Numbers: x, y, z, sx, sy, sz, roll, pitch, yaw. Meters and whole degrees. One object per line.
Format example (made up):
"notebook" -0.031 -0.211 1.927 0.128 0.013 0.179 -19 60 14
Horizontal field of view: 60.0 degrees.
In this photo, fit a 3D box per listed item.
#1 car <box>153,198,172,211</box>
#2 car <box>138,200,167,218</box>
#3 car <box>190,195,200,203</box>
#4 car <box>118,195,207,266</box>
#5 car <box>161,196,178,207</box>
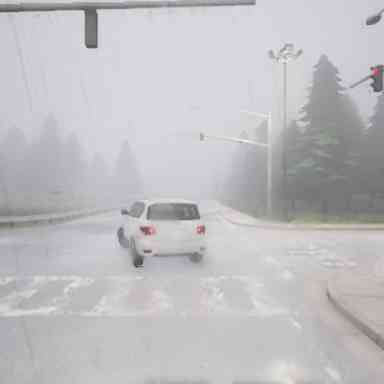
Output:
"car" -3.566 1.475 41.225 1.837 1.490 4.892 0 0 0
"car" -3.593 1.527 31.038 2.033 1.411 5.357 0 0 0
"car" 0.672 1.459 70.131 2.128 1.511 4.902 0 0 2
"car" -1.224 1.226 11.847 2.150 2.045 5.566 1 0 -17
"car" -3.433 1.452 51.490 2.128 1.511 4.902 0 0 1
